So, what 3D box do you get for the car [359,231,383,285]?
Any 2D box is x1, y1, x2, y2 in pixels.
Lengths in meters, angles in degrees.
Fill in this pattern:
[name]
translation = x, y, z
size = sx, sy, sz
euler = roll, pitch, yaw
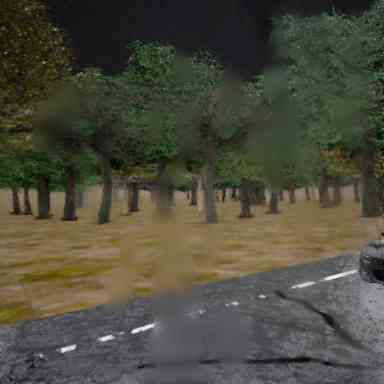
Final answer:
[car]
translation = 6.172, 1.431, 8.398
size = 5.008, 1.535, 1.882
euler = -1, 0, -36
